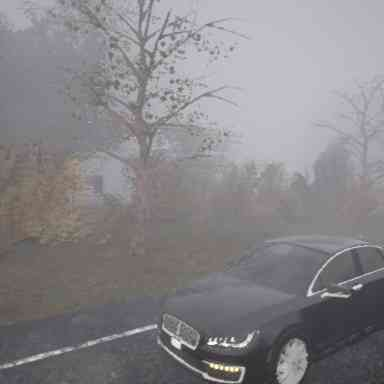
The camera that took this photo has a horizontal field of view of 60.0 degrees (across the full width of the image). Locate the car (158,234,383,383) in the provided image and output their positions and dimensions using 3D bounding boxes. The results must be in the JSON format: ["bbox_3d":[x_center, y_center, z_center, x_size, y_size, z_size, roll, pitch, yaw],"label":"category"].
[{"bbox_3d":[1.791,1.504,5.272,4.892,1.490,1.837,0,0,-36],"label":"car"}]
